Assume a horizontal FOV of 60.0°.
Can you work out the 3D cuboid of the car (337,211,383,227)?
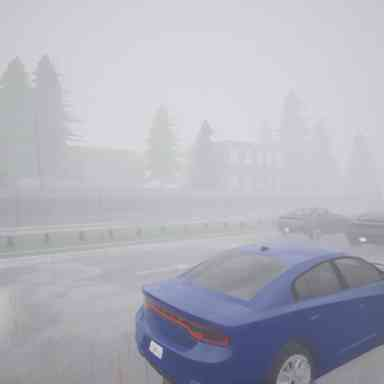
[{"bbox_3d":[8.499,1.551,14.106,4.892,1.490,1.837,0,0,-35],"label":"car"}]

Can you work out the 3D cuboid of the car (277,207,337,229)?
[{"bbox_3d":[6.390,1.537,16.901,4.902,1.511,2.128,0,0,-35],"label":"car"}]

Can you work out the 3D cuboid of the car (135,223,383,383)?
[{"bbox_3d":[1.642,1.490,4.918,5.008,1.535,1.882,0,0,-35],"label":"car"}]
